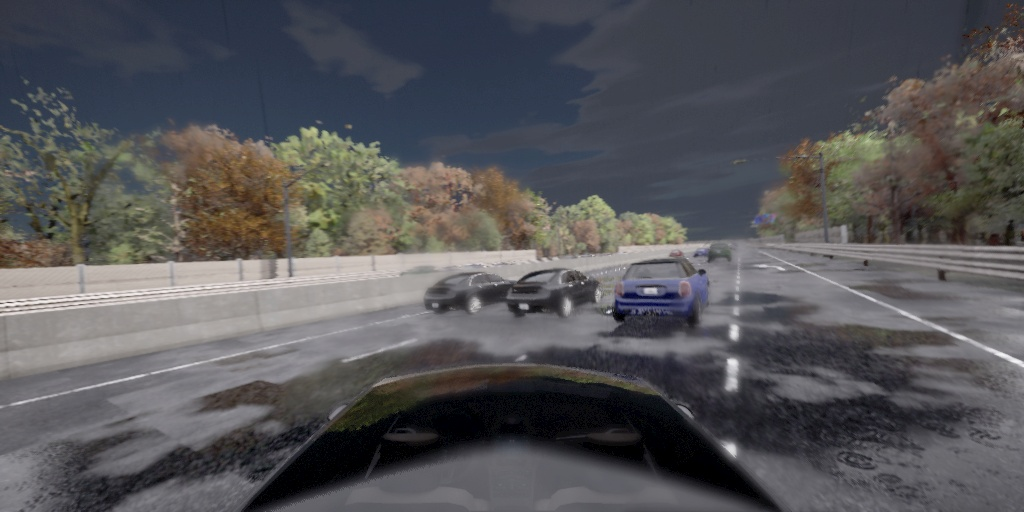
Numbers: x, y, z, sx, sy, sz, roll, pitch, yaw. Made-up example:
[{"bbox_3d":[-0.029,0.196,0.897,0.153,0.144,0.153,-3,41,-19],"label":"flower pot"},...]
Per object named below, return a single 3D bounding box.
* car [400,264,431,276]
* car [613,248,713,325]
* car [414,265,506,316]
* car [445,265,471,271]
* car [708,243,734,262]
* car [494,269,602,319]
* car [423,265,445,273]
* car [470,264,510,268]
[{"bbox_3d":[-10.247,1.875,39.692,2.097,1.767,4.553,-4,0,33],"label":"car"},{"bbox_3d":[4.632,0.832,10.834,2.097,1.767,4.553,-4,0,32],"label":"car"},{"bbox_3d":[-1.363,1.382,14.418,1.837,1.490,4.892,-4,0,32],"label":"car"},{"bbox_3d":[-4.148,1.649,36.246,1.812,1.442,4.674,-4,0,33],"label":"car"},{"bbox_3d":[23.686,-0.418,40.860,2.150,2.045,5.566,-4,0,32],"label":"car"},{"bbox_3d":[1.648,1.184,12.640,1.837,1.490,4.892,-4,0,32],"label":"car"},{"bbox_3d":[-6.945,1.874,38.346,1.994,1.385,4.181,-4,0,33],"label":"car"},{"bbox_3d":[-1.216,1.478,34.343,2.033,1.411,5.357,-4,0,33],"label":"car"}]
